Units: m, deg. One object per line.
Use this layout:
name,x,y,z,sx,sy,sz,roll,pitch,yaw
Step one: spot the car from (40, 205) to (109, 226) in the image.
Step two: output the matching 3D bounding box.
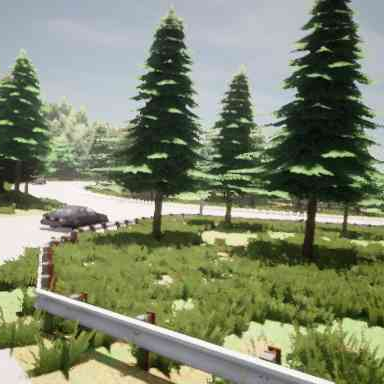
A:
car,-7.458,1.597,21.667,2.033,1.411,5.357,5,1,14

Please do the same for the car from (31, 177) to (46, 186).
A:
car,-28.204,-2.022,61.182,2.128,1.511,4.902,4,3,-13
